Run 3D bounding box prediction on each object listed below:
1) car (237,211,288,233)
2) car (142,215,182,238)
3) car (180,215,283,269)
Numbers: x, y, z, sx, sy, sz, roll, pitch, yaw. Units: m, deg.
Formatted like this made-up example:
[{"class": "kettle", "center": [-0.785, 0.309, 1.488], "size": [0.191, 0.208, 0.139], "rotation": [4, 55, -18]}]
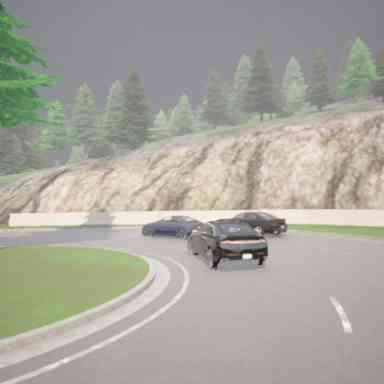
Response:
[{"class": "car", "center": [3.689, 1.997, 21.375], "size": [1.882, 1.535, 5.008], "rotation": [1, -3, -42]}, {"class": "car", "center": [-1.156, 2.162, 20.922], "size": [4.181, 1.385, 1.994], "rotation": [-2, -2, 35]}, {"class": "car", "center": [1.156, 1.819, 12.501], "size": [2.128, 1.511, 4.902], "rotation": [0, -2, -13]}]
